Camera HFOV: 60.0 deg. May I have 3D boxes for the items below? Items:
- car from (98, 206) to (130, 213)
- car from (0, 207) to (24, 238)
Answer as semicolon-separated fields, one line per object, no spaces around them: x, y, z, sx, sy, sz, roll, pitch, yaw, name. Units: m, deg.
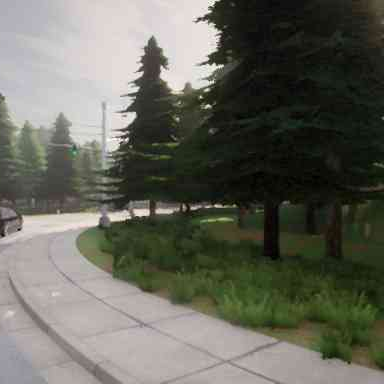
-9.082;1.659;39.769;2.128;1.511;4.902;0;0;31;car
-10.646;1.578;18.120;1.837;1.490;4.892;0;0;-14;car
